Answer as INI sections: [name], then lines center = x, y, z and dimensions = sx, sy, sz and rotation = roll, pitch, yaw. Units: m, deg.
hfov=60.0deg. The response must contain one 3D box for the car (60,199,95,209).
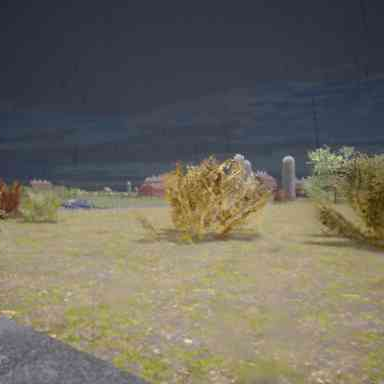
[car]
center = -16.561, 1.690, 47.762
dimensions = 2.033, 1.411, 5.357
rotation = -1, -1, 36
